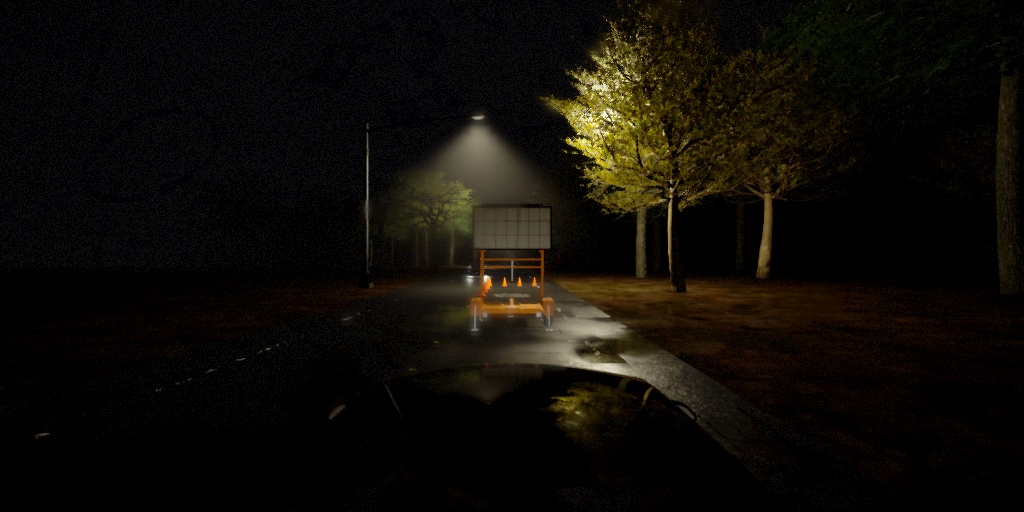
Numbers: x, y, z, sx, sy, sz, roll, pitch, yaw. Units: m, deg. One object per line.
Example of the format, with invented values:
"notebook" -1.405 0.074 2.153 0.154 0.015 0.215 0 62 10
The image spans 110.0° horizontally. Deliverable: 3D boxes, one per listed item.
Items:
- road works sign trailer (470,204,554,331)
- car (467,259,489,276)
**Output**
"road works sign trailer" 0.009 0.218 11.000 2.380 3.560 2.880 0 0 0
"car" -3.598 1.162 38.777 2.097 1.767 4.553 0 0 0
